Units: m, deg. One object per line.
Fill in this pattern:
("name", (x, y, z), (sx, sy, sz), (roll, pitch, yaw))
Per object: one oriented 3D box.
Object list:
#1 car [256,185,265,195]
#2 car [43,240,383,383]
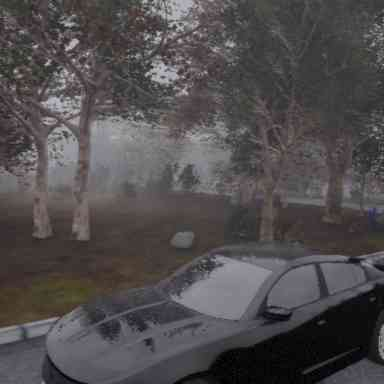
("car", (7.854, -0.261, 43.788), (1.882, 1.535, 5.008), (1, 3, -33))
("car", (0.824, 1.448, 4.237), (5.008, 1.535, 1.882), (0, 0, -34))
